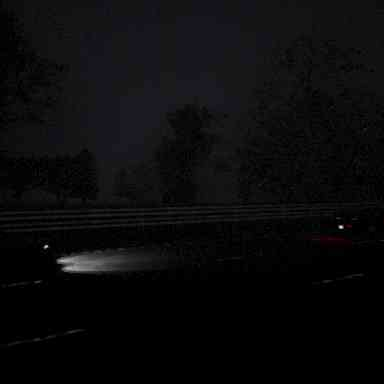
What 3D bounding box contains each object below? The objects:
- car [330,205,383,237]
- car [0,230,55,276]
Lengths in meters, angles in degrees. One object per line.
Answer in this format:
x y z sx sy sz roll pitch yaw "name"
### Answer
9.558 1.488 17.790 4.892 1.490 1.837 0 0 -29 "car"
-5.970 1.538 8.982 4.181 1.385 1.994 0 0 -30 "car"
